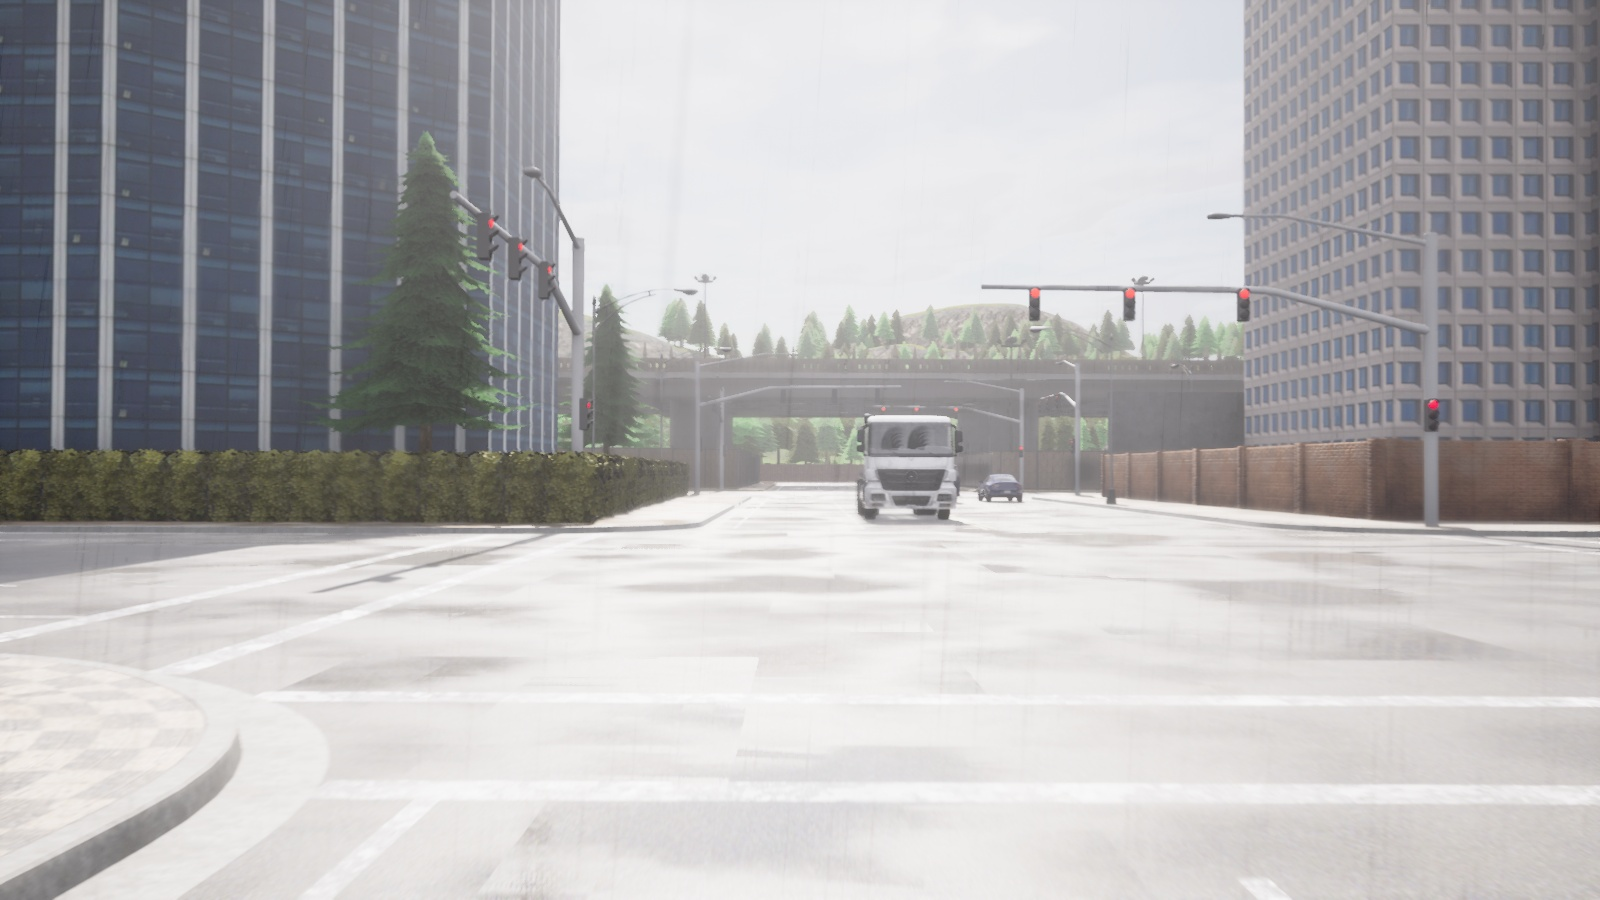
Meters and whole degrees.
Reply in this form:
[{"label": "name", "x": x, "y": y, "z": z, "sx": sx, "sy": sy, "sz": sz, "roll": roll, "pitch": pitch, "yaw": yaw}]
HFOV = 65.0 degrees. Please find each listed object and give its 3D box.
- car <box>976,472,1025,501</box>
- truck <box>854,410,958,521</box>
[{"label": "car", "x": 10.470, "y": 1.900, "z": 65.782, "sx": 1.812, "sy": 1.442, "sz": 4.674, "roll": 0, "pitch": -1, "yaw": 0}, {"label": "truck", "x": 3.476, "y": 0.543, "z": 43.265, "sx": 2.891, "sy": 3.462, "sz": 7.936, "roll": 0, "pitch": -1, "yaw": 0}]
